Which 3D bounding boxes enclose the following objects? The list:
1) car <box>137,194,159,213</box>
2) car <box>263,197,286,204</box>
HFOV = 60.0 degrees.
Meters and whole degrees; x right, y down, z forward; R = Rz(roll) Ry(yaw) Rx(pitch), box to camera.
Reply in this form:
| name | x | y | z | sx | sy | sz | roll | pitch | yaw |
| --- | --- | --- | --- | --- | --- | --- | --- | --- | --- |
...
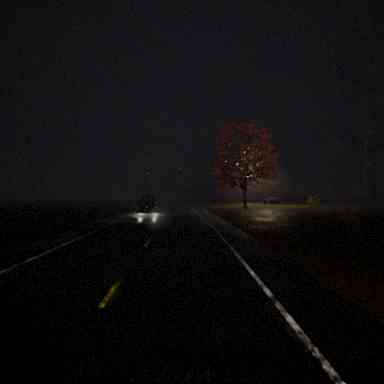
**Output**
| name | x | y | z | sx | sy | sz | roll | pitch | yaw |
| --- | --- | --- | --- | --- | --- | --- | --- | --- | --- |
| car | -4.919 | 1.222 | 38.104 | 2.150 | 2.045 | 5.566 | 0 | 0 | -3 |
| car | 15.616 | 1.614 | 62.882 | 4.181 | 1.385 | 1.994 | 0 | 1 | -3 |
